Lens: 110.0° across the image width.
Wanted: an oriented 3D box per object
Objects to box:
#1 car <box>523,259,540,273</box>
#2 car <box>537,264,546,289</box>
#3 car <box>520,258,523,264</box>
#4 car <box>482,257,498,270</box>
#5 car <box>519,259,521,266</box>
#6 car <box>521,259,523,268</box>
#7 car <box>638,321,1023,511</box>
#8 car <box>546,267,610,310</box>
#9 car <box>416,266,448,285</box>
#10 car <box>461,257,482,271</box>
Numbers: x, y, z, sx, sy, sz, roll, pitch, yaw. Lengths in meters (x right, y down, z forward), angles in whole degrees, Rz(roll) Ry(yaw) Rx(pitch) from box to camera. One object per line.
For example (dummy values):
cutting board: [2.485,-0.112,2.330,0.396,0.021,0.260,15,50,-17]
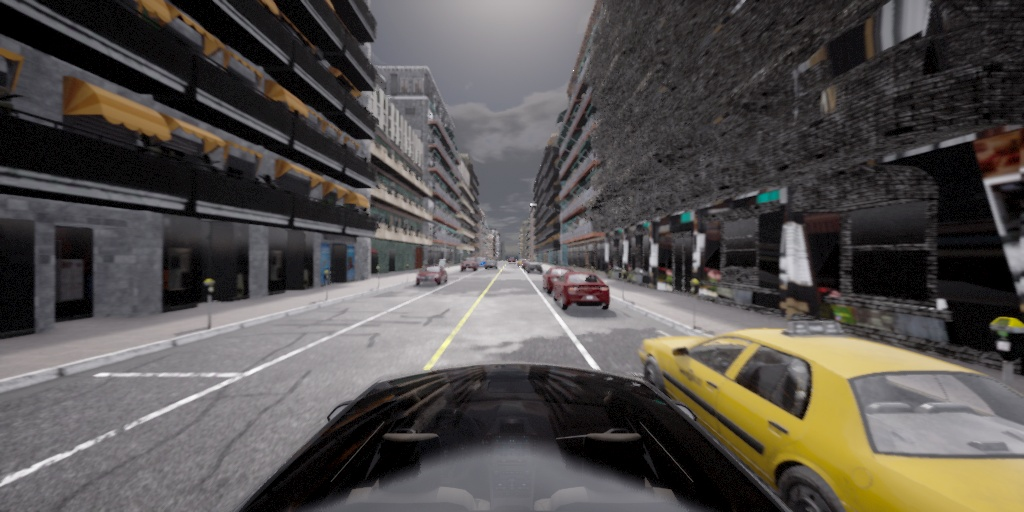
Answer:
car: [2.664,1.334,42.934,2.007,1.370,4.403,0,0,0]
car: [2.679,1.305,20.284,1.888,1.381,4.507,0,0,0]
car: [2.656,1.341,54.259,1.888,1.381,4.507,0,0,0]
car: [-3.100,1.303,54.183,1.837,1.490,4.892,0,0,0]
car: [2.652,1.243,59.919,1.967,1.591,4.097,0,0,0]
car: [2.660,1.340,48.596,2.007,1.370,4.403,0,0,0]
car: [2.691,1.274,3.471,1.751,1.417,4.829,0,0,0]
car: [2.683,1.299,14.622,1.888,1.381,4.507,0,0,0]
car: [-5.705,1.352,25.961,1.802,1.307,4.207,0,0,0]
car: [-5.721,1.109,48.611,2.192,1.841,5.009,0,0,0]
